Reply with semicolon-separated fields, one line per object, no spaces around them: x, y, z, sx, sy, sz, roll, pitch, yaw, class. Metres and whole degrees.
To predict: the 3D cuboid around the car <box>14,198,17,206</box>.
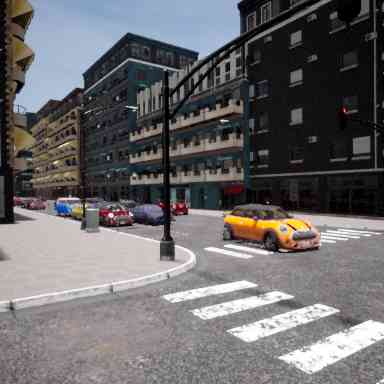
-31.480;1.785;60.018;1.887;1.381;4.507;-1;1;-35;car

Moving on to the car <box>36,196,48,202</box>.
-37.505;1.732;82.908;1.887;1.381;4.507;-1;1;-35;car

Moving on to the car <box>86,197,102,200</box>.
-10.331;1.458;34.814;2.097;1.767;4.553;-1;1;-35;car

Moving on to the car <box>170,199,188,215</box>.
-2.172;1.445;33.334;1.967;1.590;4.097;-1;1;-35;car

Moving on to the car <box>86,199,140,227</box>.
-5.784;1.555;23.965;1.967;1.590;4.097;-1;1;-35;car

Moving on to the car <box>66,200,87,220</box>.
-8.895;1.654;28.333;1.752;1.417;4.829;-1;1;-35;car

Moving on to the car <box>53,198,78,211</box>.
-16.789;1.614;43.947;1.882;1.535;5.008;-1;0;-35;car

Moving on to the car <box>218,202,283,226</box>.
4.155;1.502;24.460;1.752;1.417;4.829;-1;1;-35;car

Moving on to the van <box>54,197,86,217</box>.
-12.209;1.485;32.976;1.690;1.788;3.998;-1;1;-35;van

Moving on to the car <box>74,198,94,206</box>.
-18.232;1.647;55.868;1.947;1.339;4.313;-1;1;-35;car

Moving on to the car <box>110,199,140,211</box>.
-8.595;1.585;42.348;2.008;1.369;4.403;-1;1;-35;car

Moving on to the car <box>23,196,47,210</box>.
-21.845;1.630;46.497;1.967;1.590;4.097;-1;1;-35;car

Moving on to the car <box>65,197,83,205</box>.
-21.444;1.649;60.374;2.008;1.369;4.403;-1;1;-35;car

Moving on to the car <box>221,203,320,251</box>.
3.304;1.405;14.636;2.097;1.767;4.553;-1;1;-28;car

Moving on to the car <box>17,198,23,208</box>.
-25.055;1.772;51.004;1.947;1.339;4.313;-1;1;-35;car

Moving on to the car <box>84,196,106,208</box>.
-15.021;1.506;51.360;1.967;1.590;4.097;-1;1;-35;car

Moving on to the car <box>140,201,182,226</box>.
-3.286;1.622;24.924;2.033;1.411;5.357;-1;0;-35;car
